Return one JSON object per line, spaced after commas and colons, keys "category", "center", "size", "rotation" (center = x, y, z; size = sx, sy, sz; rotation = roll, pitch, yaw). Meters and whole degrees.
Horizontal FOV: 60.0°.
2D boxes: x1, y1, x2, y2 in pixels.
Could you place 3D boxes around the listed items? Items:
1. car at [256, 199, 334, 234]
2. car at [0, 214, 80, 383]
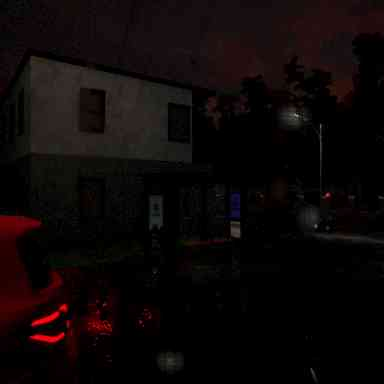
{"category": "car", "center": [5.963, 1.352, 19.587], "size": [2.097, 1.767, 4.553], "rotation": [0, 0, -35]}
{"category": "car", "center": [-3.580, 1.221, 1.937], "size": [5.566, 2.045, 2.150], "rotation": [0, 0, -34]}
